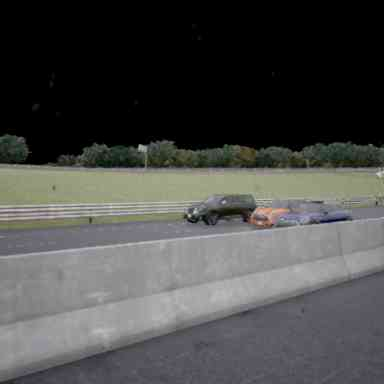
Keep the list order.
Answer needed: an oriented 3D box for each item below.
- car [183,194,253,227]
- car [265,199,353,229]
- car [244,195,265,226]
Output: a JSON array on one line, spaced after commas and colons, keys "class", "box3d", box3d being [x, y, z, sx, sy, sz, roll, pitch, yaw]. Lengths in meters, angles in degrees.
[{"class": "car", "box3d": [2.091, 1.141, 22.683, 5.566, 2.045, 2.150, 0, 0, -36]}, {"class": "car", "box3d": [6.254, 1.274, 17.054, 4.553, 1.767, 2.097, 0, 0, -36]}, {"class": "car", "box3d": [5.839, 1.260, 21.062, 4.553, 1.767, 2.097, 0, 0, -36]}]
